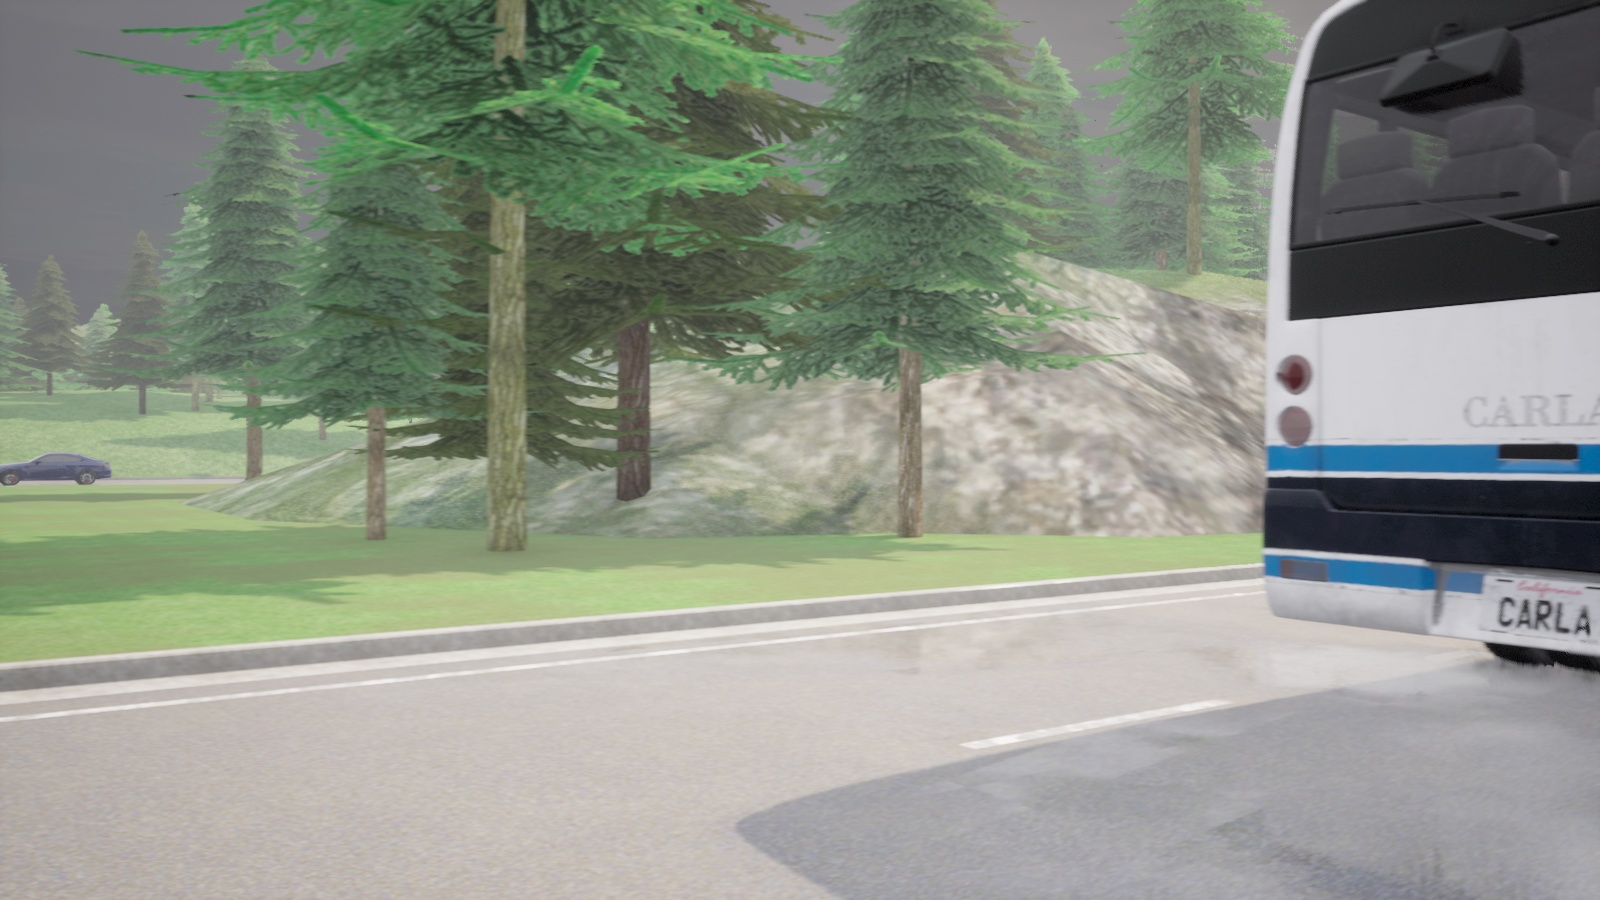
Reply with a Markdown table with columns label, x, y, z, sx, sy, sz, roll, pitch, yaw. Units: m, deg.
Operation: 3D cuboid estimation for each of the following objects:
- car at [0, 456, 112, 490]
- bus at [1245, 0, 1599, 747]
| label | x | y | z | sx | sy | sz | roll | pitch | yaw |
| --- | --- | --- | --- | --- | --- | --- | --- | --- | --- |
| car | -32.813 | 0.975 | 54.894 | 4.674 | 1.442 | 1.812 | 0 | 0 | -35 |
| bus | 8.205 | -0.626 | 9.376 | 10.273 | 4.253 | 3.944 | 0 | 0 | -35 |
